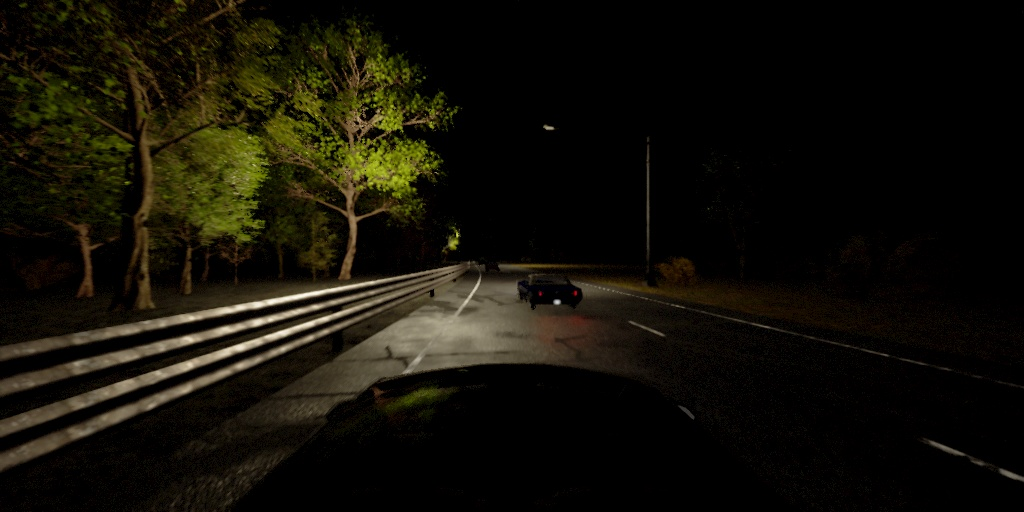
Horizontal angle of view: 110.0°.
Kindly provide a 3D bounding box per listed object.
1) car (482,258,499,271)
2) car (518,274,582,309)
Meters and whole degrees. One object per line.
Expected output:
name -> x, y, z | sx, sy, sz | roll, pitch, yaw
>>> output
car -> -2.895, 1.458, 51.905 | 2.033, 1.411, 5.357 | 0, 0, -7
car -> 1.396, 1.395, 15.218 | 1.895, 1.301, 4.718 | 0, 0, -7
